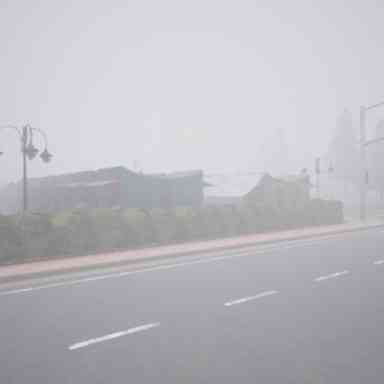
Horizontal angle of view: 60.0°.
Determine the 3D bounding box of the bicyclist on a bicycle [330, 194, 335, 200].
[{"bbox_3d":[19.184,1.016,45.398,1.656,1.620,0.582,-1,0,-37],"label":"bicyclist on a bicycle"}]
